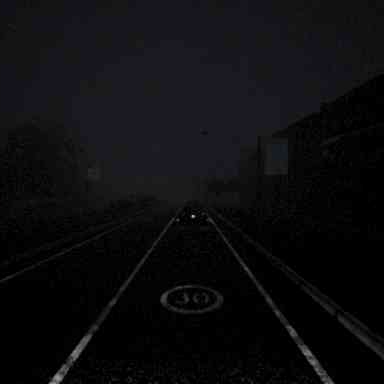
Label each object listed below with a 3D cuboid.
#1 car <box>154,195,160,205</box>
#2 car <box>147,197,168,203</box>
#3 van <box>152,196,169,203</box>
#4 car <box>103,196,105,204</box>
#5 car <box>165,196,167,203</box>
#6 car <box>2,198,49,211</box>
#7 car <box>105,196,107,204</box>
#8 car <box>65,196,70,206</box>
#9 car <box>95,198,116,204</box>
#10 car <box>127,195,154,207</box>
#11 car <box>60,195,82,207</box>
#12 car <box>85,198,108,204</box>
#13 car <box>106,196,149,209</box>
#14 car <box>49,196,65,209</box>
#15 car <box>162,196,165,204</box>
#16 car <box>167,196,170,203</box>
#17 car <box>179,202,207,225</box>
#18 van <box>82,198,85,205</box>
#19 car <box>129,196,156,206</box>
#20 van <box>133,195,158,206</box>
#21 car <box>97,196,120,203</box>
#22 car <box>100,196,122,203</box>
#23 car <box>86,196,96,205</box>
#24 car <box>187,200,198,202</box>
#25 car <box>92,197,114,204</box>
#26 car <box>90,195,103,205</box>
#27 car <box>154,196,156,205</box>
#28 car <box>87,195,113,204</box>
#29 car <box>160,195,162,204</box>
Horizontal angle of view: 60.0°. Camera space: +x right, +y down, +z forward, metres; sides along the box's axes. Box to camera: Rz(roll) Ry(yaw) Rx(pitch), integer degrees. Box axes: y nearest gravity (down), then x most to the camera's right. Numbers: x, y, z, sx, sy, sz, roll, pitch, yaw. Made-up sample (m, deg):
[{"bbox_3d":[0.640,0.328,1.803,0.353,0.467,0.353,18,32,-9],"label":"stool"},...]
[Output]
[{"bbox_3d":[-8.919,1.523,57.248,5.566,2.045,2.435,0,-1,0],"label":"car"},{"bbox_3d":[-9.136,2.213,88.074,5.366,1.575,1.946,0,-1,0],"label":"car"},{"bbox_3d":[-8.846,2.086,93.684,4.442,1.987,1.878,0,-1,0],"label":"van"},{"bbox_3d":[-21.988,1.965,71.115,5.008,1.535,2.097,0,-1,0],"label":"car"},{"bbox_3d":[-8.948,1.752,74.066,5.566,2.045,2.435,0,-1,0],"label":"car"},{"bbox_3d":[-21.959,1.640,43.270,5.008,1.535,2.097,0,0,0],"label":"car"},{"bbox_3d":[-21.970,2.033,73.900,4.792,1.488,2.163,0,-1,0],"label":"car"},{"bbox_3d":[-21.969,1.751,51.624,4.674,1.452,2.002,0,-1,0],"label":"car"},{"bbox_3d":[-22.021,2.206,84.914,4.674,1.452,2.002,0,-1,0],"label":"car"},{"bbox_3d":[-8.914,1.431,48.839,5.566,2.045,2.435,0,-1,0],"label":"car"},{"bbox_3d":[-21.939,1.649,57.194,4.553,1.767,2.185,0,-1,0],"label":"car"},{"bbox_3d":[-22.034,2.071,76.684,4.792,1.488,2.163,0,-1,0],"label":"car"},{"bbox_3d":[-8.879,1.660,46.036,4.892,1.521,2.231,0,0,0],"label":"car"},{"bbox_3d":[-21.970,1.683,48.838,5.008,1.535,2.097,0,0,0],"label":"car"},{"bbox_3d":[-8.908,1.964,71.259,5.008,1.535,2.097,0,-1,0],"label":"car"},{"bbox_3d":[-8.939,2.169,85.274,5.008,1.535,2.097,0,-1,0],"label":"car"},{"bbox_3d":[0.080,1.661,24.971,1.994,1.385,4.181,0,0,0],"label":"car"},{"bbox_3d":[-22.090,1.584,59.976,4.442,1.987,1.878,0,-1,0],"label":"van"},{"bbox_3d":[-8.862,1.684,60.048,4.553,1.767,2.185,0,-1,0],"label":"car"},{"bbox_3d":[-8.782,1.622,62.853,4.442,1.987,1.878,0,-1,0],"label":"van"},{"bbox_3d":[-22.001,1.963,87.826,5.566,2.045,2.435,0,-1,0],"label":"car"},{"bbox_3d":[-22.007,2.008,90.487,5.566,2.045,2.435,0,-1,0],"label":"car"},{"bbox_3d":[-21.980,1.928,65.544,4.674,1.452,2.002,0,-1,0],"label":"car"},{"bbox_3d":[0.066,1.709,41.677,2.033,1.411,5.357,0,0,0],"label":"car"},{"bbox_3d":[-22.012,2.125,82.254,5.008,1.535,2.097,0,-1,0],"label":"car"},{"bbox_3d":[-21.802,1.923,68.329,5.366,1.575,1.946,0,-1,0],"label":"car"},{"bbox_3d":[-8.895,1.740,54.440,4.892,1.521,2.231,0,-1,0],"label":"car"},{"bbox_3d":[-21.983,1.831,79.471,5.566,2.045,2.435,0,-1,0],"label":"car"},{"bbox_3d":[-8.897,1.888,65.654,4.892,1.521,2.231,0,-1,0],"label":"car"}]
